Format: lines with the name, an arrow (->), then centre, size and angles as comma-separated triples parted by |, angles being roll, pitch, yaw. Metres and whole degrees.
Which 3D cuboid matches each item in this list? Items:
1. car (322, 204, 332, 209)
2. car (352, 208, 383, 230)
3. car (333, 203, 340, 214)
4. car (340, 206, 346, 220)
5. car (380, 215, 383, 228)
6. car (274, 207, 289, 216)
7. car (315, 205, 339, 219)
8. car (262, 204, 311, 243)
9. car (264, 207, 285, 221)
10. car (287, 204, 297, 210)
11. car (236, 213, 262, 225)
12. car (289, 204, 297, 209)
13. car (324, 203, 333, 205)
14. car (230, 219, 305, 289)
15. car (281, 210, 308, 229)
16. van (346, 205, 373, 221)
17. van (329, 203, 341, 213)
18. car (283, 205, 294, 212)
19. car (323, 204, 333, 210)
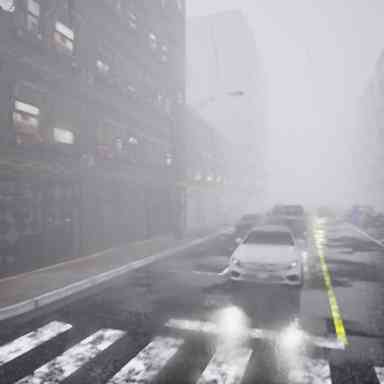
car -> 35.833, 3.791, 88.301 | 2.008, 1.369, 4.403 | -1, -2, 19
car -> 13.980, 2.177, 25.747 | 1.887, 1.381, 4.507 | -1, -2, 19
car -> 23.141, 2.826, 51.972 | 1.752, 1.417, 4.829 | -1, -2, 19
car -> 17.622, 2.463, 36.172 | 1.947, 1.339, 4.313 | -1, -2, 19
car -> 10.338, 1.934, 15.320 | 1.947, 1.339, 4.313 | -1, -2, 19
car -> 13.357, 2.856, 49.371 | 1.802, 1.307, 4.206 | -1, -2, 19
car -> 16.507, 2.628, 40.806 | 1.895, 1.301, 4.718 | -1, -2, 19
car -> 5.680, 1.725, 19.557 | 2.150, 2.045, 5.566 | -1, -2, 19
car -> 9.714, 2.553, 38.946 | 1.887, 1.381, 4.507 | -1, -2, 19
car -> 24.283, 3.647, 80.648 | 1.947, 1.339, 4.313 | -1, -2, 19
car -> 4.251, 2.177, 23.306 | 1.947, 1.339, 4.313 | -1, -2, 19
car -> 26.104, 3.761, 85.862 | 1.887, 1.381, 4.507 | -1, -2, 19
car -> 19.737, 2.769, 50.079 | 1.837, 1.490, 4.892 | -1, -2, 19
car -> 2.435, 1.794, 10.210 | 1.812, 1.442, 4.674 | -1, -2, 19
car -> 9.009, 2.307, 29.016 | 1.994, 1.385, 4.181 | -1, -2, 19
van -> 15.798, 2.105, 30.966 | 1.690, 1.788, 3.998 | -1, -2, 19
van -> 26.725, 2.906, 62.244 | 1.690, 1.788, 3.998 | -1, -2, 19
car -> 18.763, 3.198, 64.851 | 1.752, 1.417, 4.829 | -1, -2, 19
car -> 34.012, 3.655, 83.088 | 2.008, 1.369, 4.403 | -1, -2, 19
